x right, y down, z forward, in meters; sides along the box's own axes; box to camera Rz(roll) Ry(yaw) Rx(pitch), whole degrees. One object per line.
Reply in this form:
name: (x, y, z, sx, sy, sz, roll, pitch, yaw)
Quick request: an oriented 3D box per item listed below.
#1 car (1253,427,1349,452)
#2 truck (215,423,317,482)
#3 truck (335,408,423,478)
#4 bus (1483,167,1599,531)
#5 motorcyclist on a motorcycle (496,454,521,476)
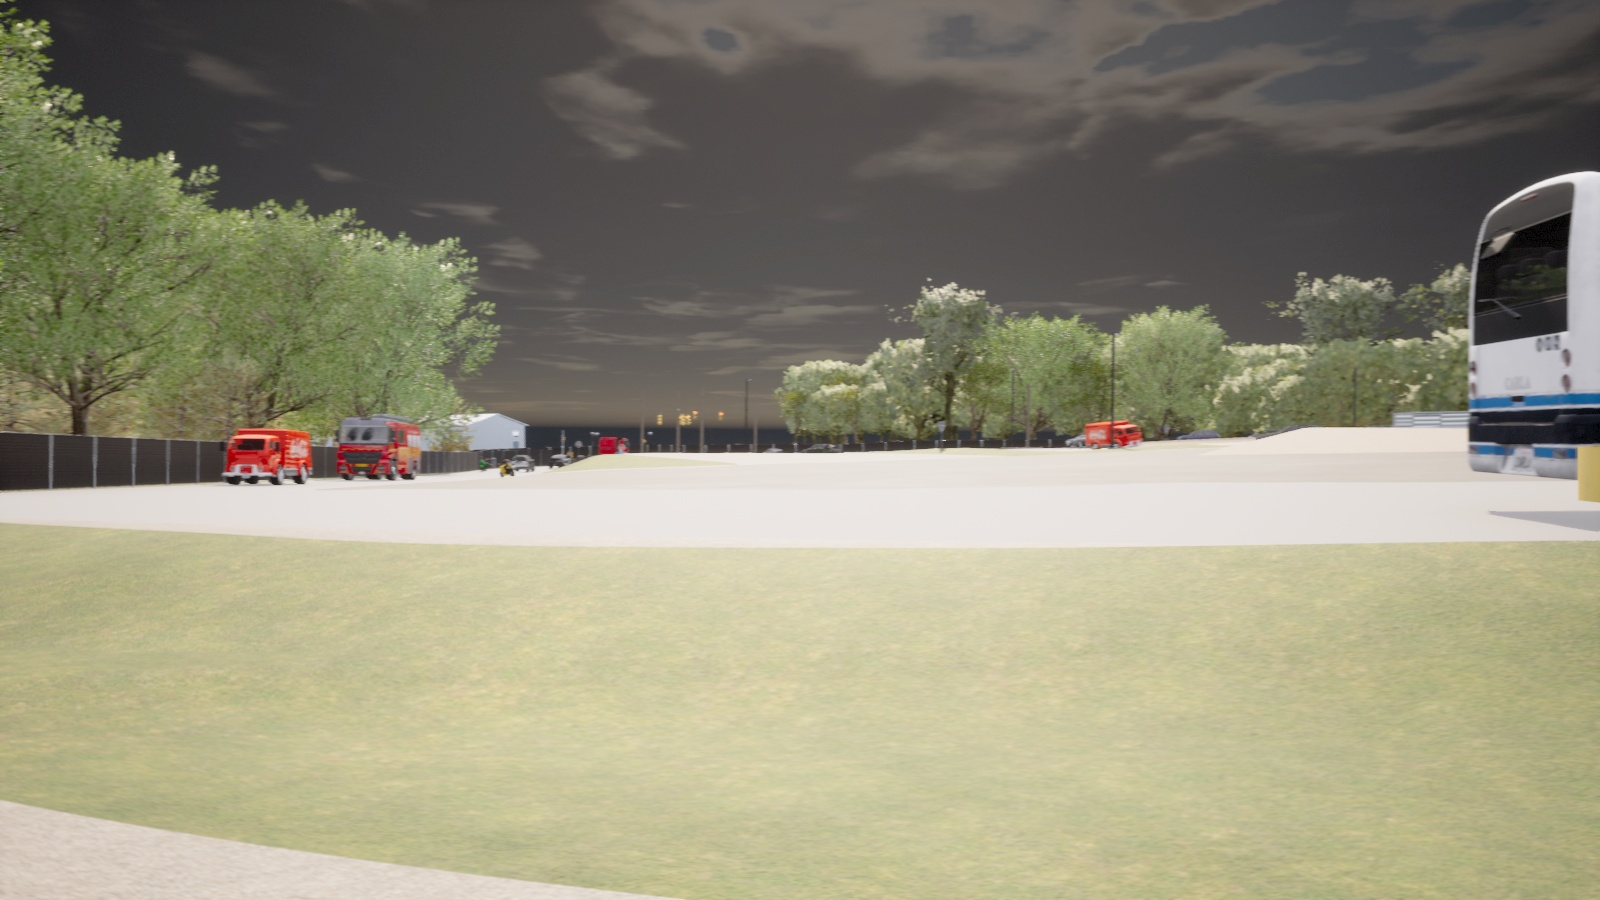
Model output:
car: (32.227, -0.663, 80.819, 5.357, 1.411, 2.033, -1, 1, 36)
truck: (-23.636, 0.135, 55.836, 2.627, 2.467, 5.204, 1, -1, -4)
truck: (-24.579, -0.312, 73.789, 2.891, 3.827, 8.468, 1, -1, -4)
bus: (14.592, -1.223, 15.298, 10.273, 4.253, 3.944, 0, 1, 7)
motorcyclist on a motorcycle: (-20.955, 1.096, 90.214, 0.797, 1.523, 2.044, 1, -4, -43)
